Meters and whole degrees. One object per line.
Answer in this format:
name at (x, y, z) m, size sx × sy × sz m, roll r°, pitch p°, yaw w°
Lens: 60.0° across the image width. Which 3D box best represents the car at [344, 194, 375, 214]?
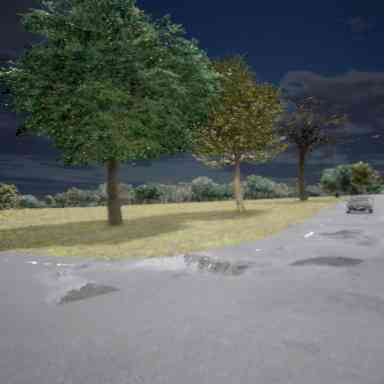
car at (13.809, 0.954, 27.368) m, size 1.837 × 1.490 × 4.892 m, roll -2°, pitch 0°, yaw 29°
